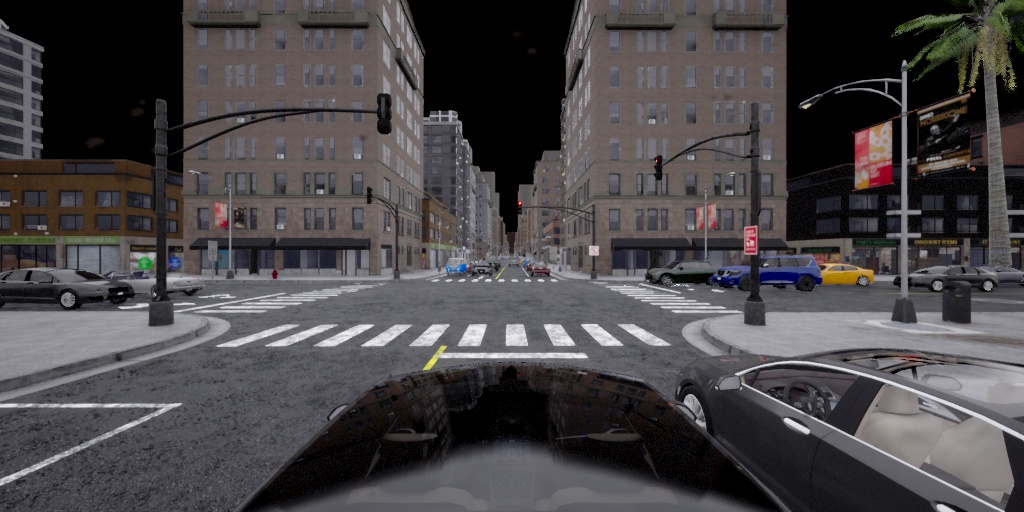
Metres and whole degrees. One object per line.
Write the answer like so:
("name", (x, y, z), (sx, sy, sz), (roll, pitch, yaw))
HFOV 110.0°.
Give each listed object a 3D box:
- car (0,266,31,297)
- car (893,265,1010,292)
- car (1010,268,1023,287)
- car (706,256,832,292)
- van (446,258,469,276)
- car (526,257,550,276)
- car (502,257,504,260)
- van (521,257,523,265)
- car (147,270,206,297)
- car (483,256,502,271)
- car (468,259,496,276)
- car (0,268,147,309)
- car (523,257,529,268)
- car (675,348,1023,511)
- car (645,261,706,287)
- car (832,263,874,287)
("car", (-26.893, 1.235, 17.389), (4.674, 1.442, 1.812), (0, 0, 0))
("car", (25.481, 1.294, 21.135), (4.892, 1.490, 1.837), (0, 0, 0))
("car", (32.413, 1.363, 24.424), (4.181, 1.385, 1.994), (0, 0, -1))
("car", (14.918, 0.994, 21.073), (5.566, 2.045, 2.150), (0, 0, 0))
("van", (-5.725, 1.093, 37.017), (1.690, 1.789, 3.998), (0, 0, 0))
("car", (2.800, 1.192, 36.984), (1.967, 1.591, 4.097), (0, 0, 0))
("car", (-2.836, 1.353, 61.911), (1.895, 1.301, 4.718), (0, 0, 1))
("van", (2.893, 1.093, 59.661), (1.690, 1.789, 3.998), (0, 0, 0))
("car", (-17.906, 1.324, 17.438), (4.718, 1.301, 1.895), (0, 0, 0))
("car", (-2.916, 0.972, 48.391), (2.150, 2.045, 5.566), (0, 0, 0))
("car", (-2.970, 1.316, 36.657), (1.994, 1.385, 4.181), (0, 0, 0))
("car", (-17.945, 1.232, 14.189), (4.892, 1.490, 1.837), (0, 0, 0))
("car", (2.847, 1.193, 48.322), (1.967, 1.591, 4.097), (0, 0, 0))
("car", (2.668, 1.300, 2.334), (2.007, 1.370, 4.403), (0, 0, 0))
("car", (11.463, 1.112, 24.306), (4.553, 1.767, 2.097), (0, 0, 0))
("car", (21.521, 1.255, 24.361), (5.008, 1.535, 1.882), (0, 0, 0))
